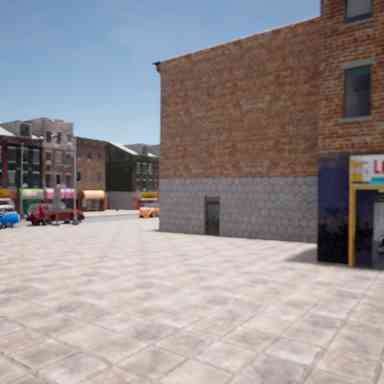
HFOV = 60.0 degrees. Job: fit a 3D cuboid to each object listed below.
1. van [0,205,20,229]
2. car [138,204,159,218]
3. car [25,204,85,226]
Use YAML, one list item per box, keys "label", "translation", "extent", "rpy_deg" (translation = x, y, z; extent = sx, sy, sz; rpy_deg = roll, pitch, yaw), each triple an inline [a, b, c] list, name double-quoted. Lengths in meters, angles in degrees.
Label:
- label: "van"
  translation: [-15.059, 1.900, 24.759]
  extent: [1.690, 1.788, 3.998]
  rpy_deg: [0, -1, 36]
- label: "car"
  translation: [-4.218, 2.161, 39.727]
  extent: [2.097, 1.767, 4.553]
  rpy_deg: [1, 0, 36]
- label: "car"
  translation: [-11.918, 1.945, 29.159]
  extent: [2.192, 1.841, 5.009]
  rpy_deg: [0, -1, 36]
